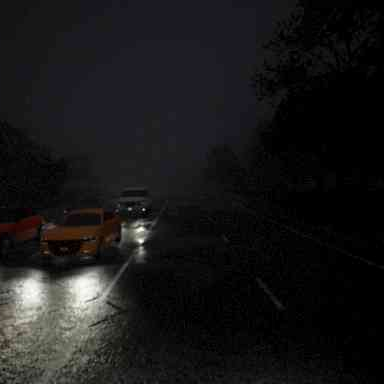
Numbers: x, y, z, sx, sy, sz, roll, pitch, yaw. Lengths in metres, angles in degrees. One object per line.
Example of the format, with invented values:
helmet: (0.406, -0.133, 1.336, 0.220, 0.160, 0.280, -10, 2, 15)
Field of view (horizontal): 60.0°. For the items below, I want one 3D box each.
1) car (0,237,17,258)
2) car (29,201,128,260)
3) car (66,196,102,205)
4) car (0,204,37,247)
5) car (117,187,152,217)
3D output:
car: (-3.605, 1.547, 2.583, 1.882, 1.535, 5.008, -1, 0, -2)
car: (-3.908, 1.385, 12.491, 1.882, 1.535, 5.008, -1, 1, -1)
car: (-7.755, 1.098, 24.110, 1.837, 1.490, 4.892, -1, 2, -1)
car: (-7.418, 1.339, 12.721, 2.097, 1.767, 4.553, -1, 1, -2)
car: (-4.298, 0.673, 25.370, 2.150, 2.045, 5.566, -1, 3, -2)
